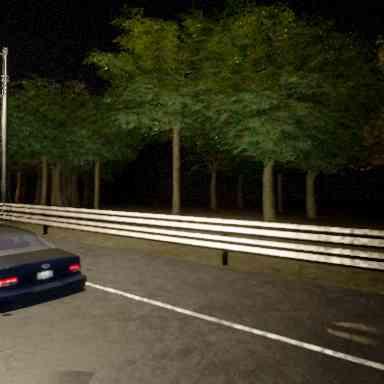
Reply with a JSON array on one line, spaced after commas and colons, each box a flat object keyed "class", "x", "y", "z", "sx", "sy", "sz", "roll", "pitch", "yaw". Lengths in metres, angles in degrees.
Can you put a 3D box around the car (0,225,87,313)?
[{"class": "car", "x": -4.541, "y": 1.445, "z": 7.246, "sx": 5.357, "sy": 1.411, "sz": 2.033, "roll": 1, "pitch": 1, "yaw": 37}]
